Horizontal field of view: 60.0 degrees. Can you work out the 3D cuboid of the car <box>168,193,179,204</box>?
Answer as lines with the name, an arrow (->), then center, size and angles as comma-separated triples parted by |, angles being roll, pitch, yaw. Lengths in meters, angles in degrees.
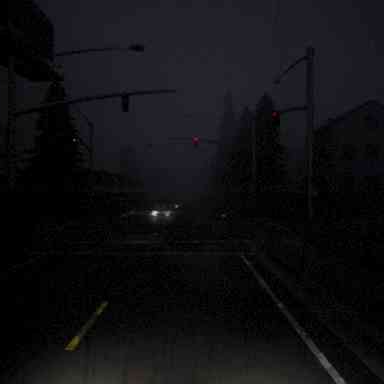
car -> -3.504, 1.156, 61.109 | 2.150, 2.045, 5.566 | 0, 0, 0

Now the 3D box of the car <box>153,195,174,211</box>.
car -> -3.591, 1.471, 40.020 | 1.837, 1.490, 4.892 | 0, 0, 0
